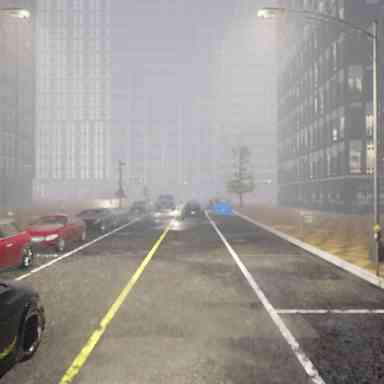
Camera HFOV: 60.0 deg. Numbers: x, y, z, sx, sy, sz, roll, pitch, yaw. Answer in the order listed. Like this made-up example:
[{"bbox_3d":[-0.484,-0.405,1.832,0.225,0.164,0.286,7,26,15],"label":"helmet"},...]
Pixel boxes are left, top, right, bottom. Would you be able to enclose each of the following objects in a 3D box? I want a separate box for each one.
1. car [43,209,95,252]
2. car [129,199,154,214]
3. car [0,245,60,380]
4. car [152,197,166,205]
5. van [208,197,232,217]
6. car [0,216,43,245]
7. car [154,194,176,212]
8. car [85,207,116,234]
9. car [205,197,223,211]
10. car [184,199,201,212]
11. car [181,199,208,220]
[{"bbox_3d":[-5.675,1.590,13.857,1.802,1.307,4.206,1,0,0],"label":"car"},{"bbox_3d":[-5.662,1.584,36.428,1.947,1.339,4.313,1,0,0],"label":"car"},{"bbox_3d":[-3.098,1.566,3.107,1.994,1.385,4.181,0,0,0],"label":"car"},{"bbox_3d":[-5.777,1.576,58.997,2.008,1.369,4.403,1,0,0],"label":"car"},{"bbox_3d":[2.719,1.357,30.774,1.690,1.788,3.998,1,0,0],"label":"van"},{"bbox_3d":[-5.677,1.445,8.215,1.967,1.590,4.097,1,0,0],"label":"car"},{"bbox_3d":[-3.075,1.240,39.509,2.150,2.045,5.566,0,0,0],"label":"car"},{"bbox_3d":[-5.672,1.577,19.500,1.947,1.339,4.313,1,0,0],"label":"car"},{"bbox_3d":[2.724,1.460,42.057,1.967,1.590,4.097,1,0,0],"label":"car"},{"bbox_3d":[0.109,1.584,40.583,1.994,1.385,4.181,0,0,0],"label":"car"},{"bbox_3d":[0.102,1.579,27.966,1.994,1.385,4.181,0,0,1],"label":"car"}]
